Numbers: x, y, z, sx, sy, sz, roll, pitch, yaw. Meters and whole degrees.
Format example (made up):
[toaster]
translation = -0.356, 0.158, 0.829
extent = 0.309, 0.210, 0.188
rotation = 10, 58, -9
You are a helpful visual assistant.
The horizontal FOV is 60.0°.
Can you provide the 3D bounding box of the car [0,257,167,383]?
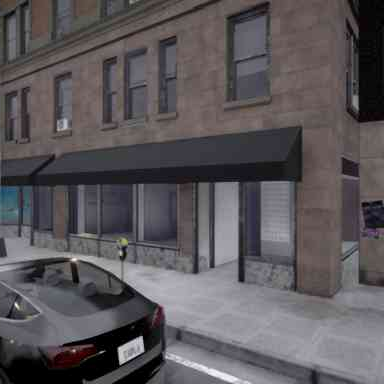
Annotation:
[car]
translation = -2.280, 1.566, 4.428
extent = 4.313, 1.339, 1.947
rotation = 0, 0, 35
